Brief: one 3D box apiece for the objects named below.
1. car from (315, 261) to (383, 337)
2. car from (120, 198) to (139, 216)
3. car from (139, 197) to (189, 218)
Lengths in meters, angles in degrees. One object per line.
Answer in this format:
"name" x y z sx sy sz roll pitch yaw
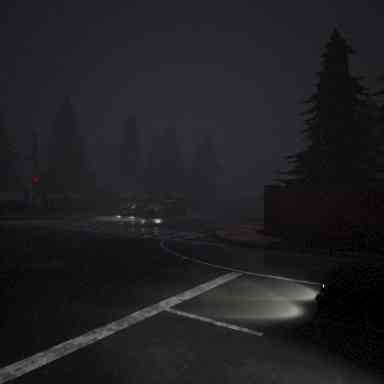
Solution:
"car" 4.752 1.547 4.875 5.357 1.411 2.033 0 0 36
"car" -4.958 1.352 32.857 2.097 1.767 4.553 0 0 35
"car" -2.226 1.478 30.662 1.882 1.535 5.008 0 0 35
